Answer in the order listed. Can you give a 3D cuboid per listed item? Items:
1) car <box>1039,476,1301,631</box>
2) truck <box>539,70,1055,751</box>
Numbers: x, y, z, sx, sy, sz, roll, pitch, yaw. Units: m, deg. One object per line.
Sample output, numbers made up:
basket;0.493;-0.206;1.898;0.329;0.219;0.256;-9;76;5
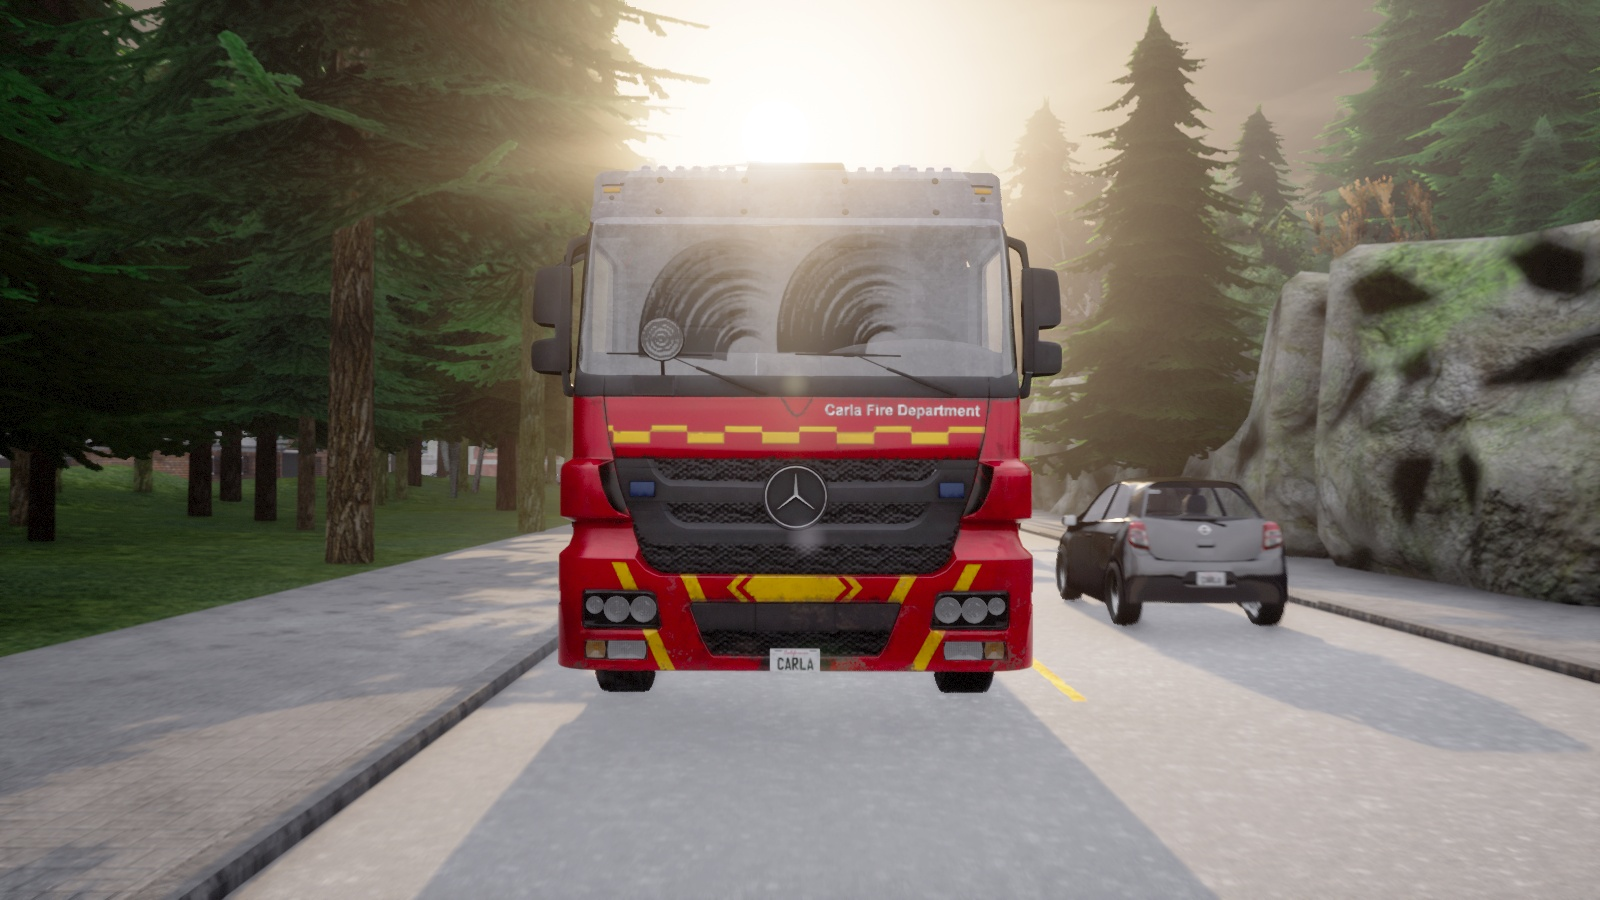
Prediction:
car;3.967;1.049;14.101;1.845;1.501;3.633;0;-1;0
truck;-0.031;-0.161;11.303;2.891;3.827;8.468;0;-1;0
